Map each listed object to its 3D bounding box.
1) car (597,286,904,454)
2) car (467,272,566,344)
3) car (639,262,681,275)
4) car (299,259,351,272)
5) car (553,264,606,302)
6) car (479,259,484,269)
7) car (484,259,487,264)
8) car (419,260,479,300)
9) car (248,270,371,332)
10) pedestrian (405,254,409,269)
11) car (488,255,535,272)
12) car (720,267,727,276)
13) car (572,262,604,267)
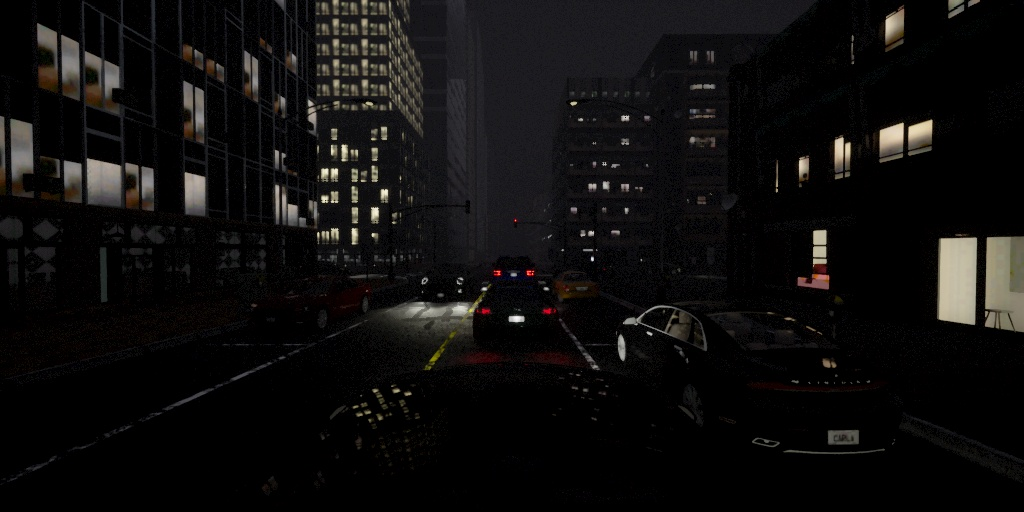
[{"bbox_3d":[2.816,1.299,5.220,2.007,1.370,4.403,0,0,0],"label":"car"},{"bbox_3d":[0.094,1.312,9.643,1.994,1.385,4.181,0,0,0],"label":"car"},{"bbox_3d":[16.290,1.373,39.654,4.403,1.370,2.007,0,0,1],"label":"car"},{"bbox_3d":[-17.874,1.154,34.310,4.674,1.442,1.812,1,1,2],"label":"car"},{"bbox_3d":[2.811,1.271,16.678,1.751,1.417,4.829,0,0,0],"label":"car"},{"bbox_3d":[-5.716,1.264,54.290,1.751,1.417,4.829,0,0,0],"label":"car"},{"bbox_3d":[-5.719,1.304,60.114,1.948,1.339,4.313,0,0,0],"label":"car"},{"bbox_3d":[-3.062,1.097,17.737,2.097,1.767,4.553,0,0,1],"label":"car"},{"bbox_3d":[-5.826,1.292,10.918,1.888,1.381,4.507,0,0,0],"label":"car"},{"bbox_3d":[-12.568,0.670,42.974,0.375,1.860,0.375,0,0,1],"label":"pedestrian"},{"bbox_3d":[0.085,0.967,19.451,2.150,2.045,5.566,0,0,0],"label":"car"},{"bbox_3d":[24.221,1.409,36.945,5.008,1.535,1.882,1,1,1],"label":"car"},{"bbox_3d":[6.977,1.330,37.180,5.357,1.411,2.033,1,1,1],"label":"car"}]
